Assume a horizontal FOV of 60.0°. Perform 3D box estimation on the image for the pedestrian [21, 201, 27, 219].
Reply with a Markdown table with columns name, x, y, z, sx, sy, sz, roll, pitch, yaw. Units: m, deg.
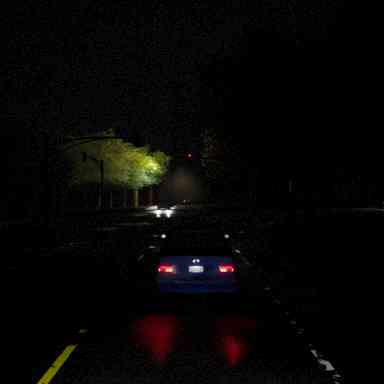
| name | x | y | z | sx | sy | sz | roll | pitch | yaw |
| --- | --- | --- | --- | --- | --- | --- | --- | --- | --- |
| pedestrian | -18.094 | 1.918 | 35.666 | 0.375 | 1.860 | 0.375 | 0 | 1 | 2 |

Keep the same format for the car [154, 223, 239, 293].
| name | x | y | z | sx | sy | sz | roll | pitch | yaw |
| --- | --- | --- | --- | --- | --- | --- | --- | --- | --- |
| car | 0.089 | 1.550 | 8.997 | 2.033 | 1.411 | 5.357 | 0 | 0 | 0 |

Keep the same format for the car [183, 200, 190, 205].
| name | x | y | z | sx | sy | sz | roll | pitch | yaw |
| --- | --- | --- | --- | --- | --- | --- | --- | --- | --- |
| car | -1.452 | 2.878 | 88.501 | 1.895 | 1.301 | 4.718 | 0 | -2 | -1 |

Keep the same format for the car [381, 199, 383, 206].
| name | x | y | z | sx | sy | sz | roll | pitch | yaw |
| --- | --- | --- | --- | --- | --- | --- | --- | --- | --- |
| car | 19.964 | 0.666 | 30.339 | 4.892 | 1.490 | 1.837 | -2 | -1 | 2 |

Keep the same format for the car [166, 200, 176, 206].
| name | x | y | z | sx | sy | sz | roll | pitch | yaw |
| --- | --- | --- | --- | --- | --- | --- | --- | --- | --- |
| car | -4.590 | 2.377 | 72.438 | 1.994 | 1.385 | 4.181 | 0 | -1 | -1 |

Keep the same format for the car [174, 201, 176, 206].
| name | x | y | z | sx | sy | sz | roll | pitch | yaw |
| --- | --- | --- | --- | --- | --- | --- | --- | --- | --- |
| car | -4.386 | 1.938 | 60.327 | 2.097 | 1.767 | 4.553 | 0 | -1 | -1 |

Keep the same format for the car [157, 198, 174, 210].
| name | x | y | z | sx | sy | sz | roll | pitch | yaw |
| --- | --- | --- | --- | --- | --- | --- | --- | --- | --- |
| car | -4.173 | 2.000 | 49.827 | 1.895 | 1.301 | 4.718 | 0 | -1 | -1 |
